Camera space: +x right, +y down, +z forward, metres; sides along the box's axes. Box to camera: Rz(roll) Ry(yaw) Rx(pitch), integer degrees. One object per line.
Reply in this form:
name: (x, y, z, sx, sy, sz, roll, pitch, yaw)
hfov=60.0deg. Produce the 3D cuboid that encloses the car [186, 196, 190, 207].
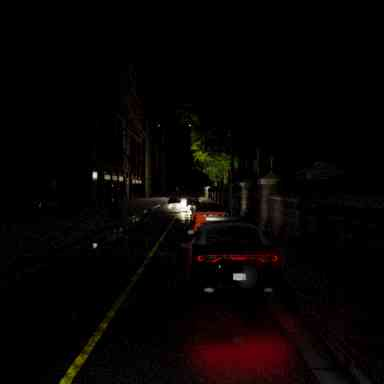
car: (0.126, 1.352, 47.818, 2.128, 1.511, 4.902, 0, 0, 1)

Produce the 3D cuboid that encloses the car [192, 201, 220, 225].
car: (0.952, 1.467, 24.852, 1.837, 1.490, 4.892, 0, 0, 0)

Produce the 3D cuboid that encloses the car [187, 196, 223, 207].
car: (0.939, 1.328, 18.821, 2.097, 1.767, 4.553, 0, 0, 0)

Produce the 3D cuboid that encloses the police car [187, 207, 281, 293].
police car: (0.918, 1.420, 8.962, 1.930, 1.638, 5.238, 0, 0, 0)

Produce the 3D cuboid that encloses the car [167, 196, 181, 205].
car: (-2.883, 1.374, 54.438, 1.994, 1.385, 4.181, 0, 0, 0)
